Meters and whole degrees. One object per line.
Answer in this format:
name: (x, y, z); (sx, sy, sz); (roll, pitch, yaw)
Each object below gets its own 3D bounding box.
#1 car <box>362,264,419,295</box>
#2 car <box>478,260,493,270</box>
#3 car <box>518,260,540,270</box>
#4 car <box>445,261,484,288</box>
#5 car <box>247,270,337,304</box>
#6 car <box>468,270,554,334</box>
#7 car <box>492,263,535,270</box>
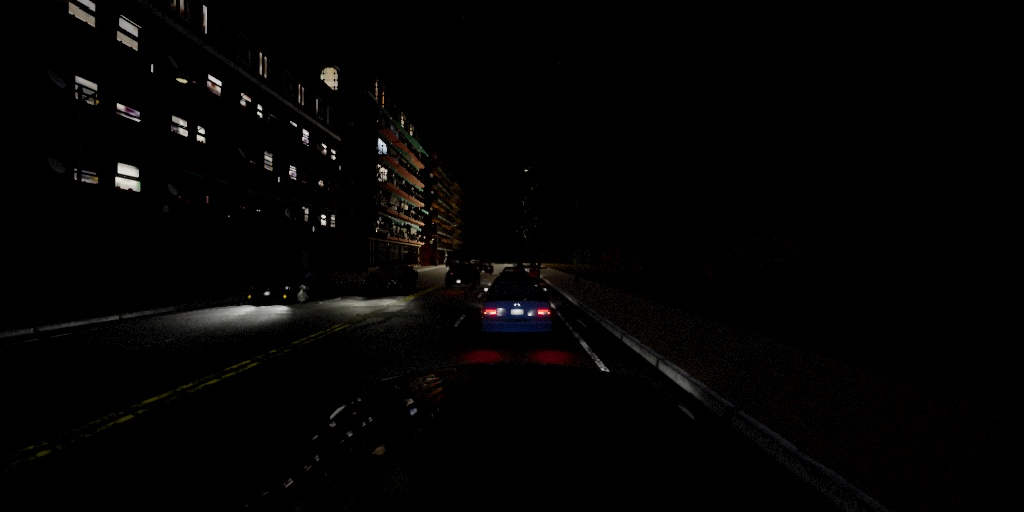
car: (-6.582, 1.230, 19.923); (1.882, 1.535, 5.008); (0, 0, 0)
car: (-3.110, 1.354, 41.011); (1.895, 1.301, 4.718); (0, 0, 0)
car: (1.167, 1.105, 29.802); (2.097, 1.767, 4.553); (0, 0, 0)
car: (-3.129, 1.257, 23.472); (1.837, 1.490, 4.892); (0, 0, 0)
car: (-9.836, 1.316, 16.379); (1.994, 1.385, 4.181); (0, 0, 0)
car: (0.110, 1.299, 10.534); (2.033, 1.411, 5.357); (0, 0, 0)
car: (0.113, 1.317, 20.867); (1.994, 1.385, 4.181); (0, 0, 1)
